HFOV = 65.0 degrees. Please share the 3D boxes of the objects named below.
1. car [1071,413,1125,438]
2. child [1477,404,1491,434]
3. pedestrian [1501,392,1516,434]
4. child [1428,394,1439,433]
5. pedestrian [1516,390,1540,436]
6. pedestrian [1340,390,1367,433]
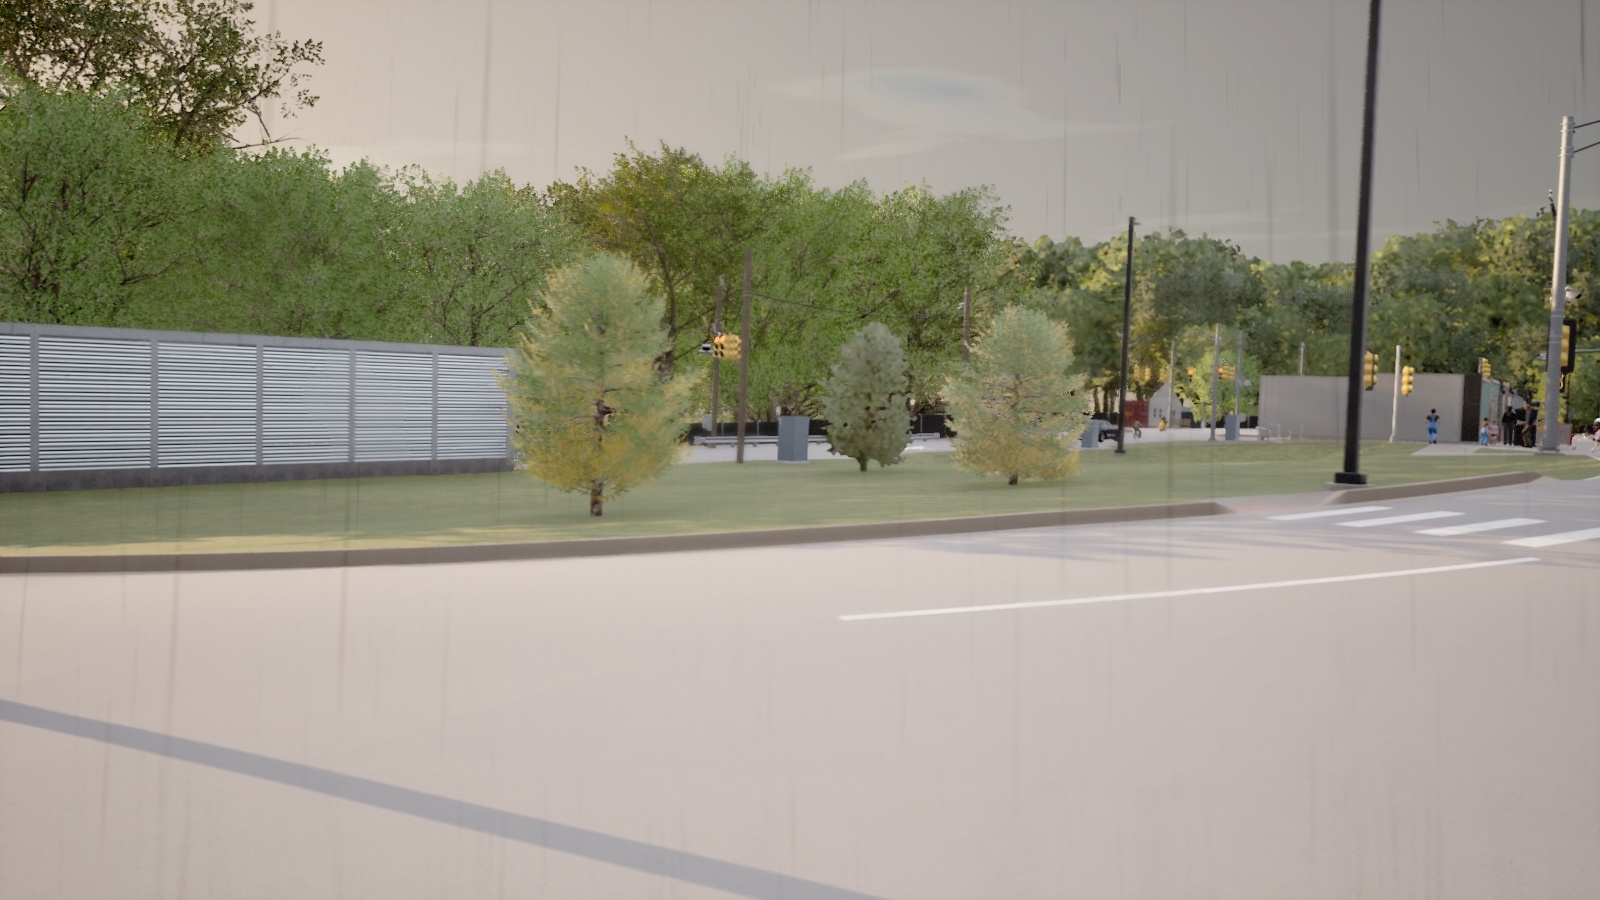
[{"bbox_3d":[21.793,-1.816,91.737,2.033,1.649,4.856,3,4,37],"label":"car"},{"bbox_3d":[29.109,-1.333,53.443,0.437,1.263,0.270,1,2,-15],"label":"child"},{"bbox_3d":[32.443,-1.687,57.511,0.402,1.930,0.666,3,2,41],"label":"pedestrian"},{"bbox_3d":[20.826,-1.208,41.306,0.270,1.263,0.437,2,2,27],"label":"child"},{"bbox_3d":[29.772,-1.511,51.365,0.726,1.842,0.402,2,2,35],"label":"pedestrian"},{"bbox_3d":[23.876,-1.666,54.170,0.899,1.844,0.634,2,2,35],"label":"pedestrian"}]
